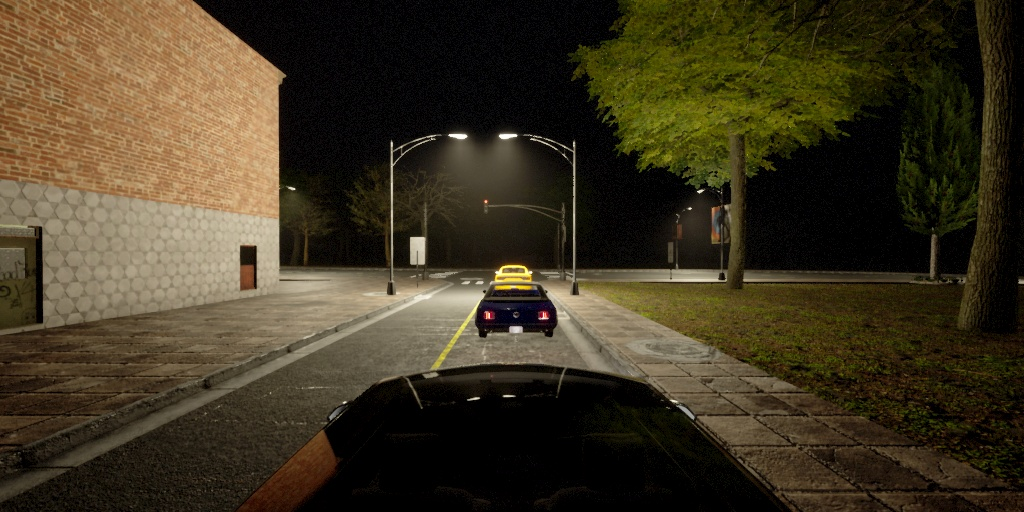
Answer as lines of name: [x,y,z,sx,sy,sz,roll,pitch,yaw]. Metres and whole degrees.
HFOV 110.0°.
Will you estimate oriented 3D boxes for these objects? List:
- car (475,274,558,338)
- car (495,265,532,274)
car: [0.095,1.356,10.202,1.895,1.301,4.718,0,0,0]
car: [0.093,1.255,19.547,1.882,1.535,5.008,0,0,1]
